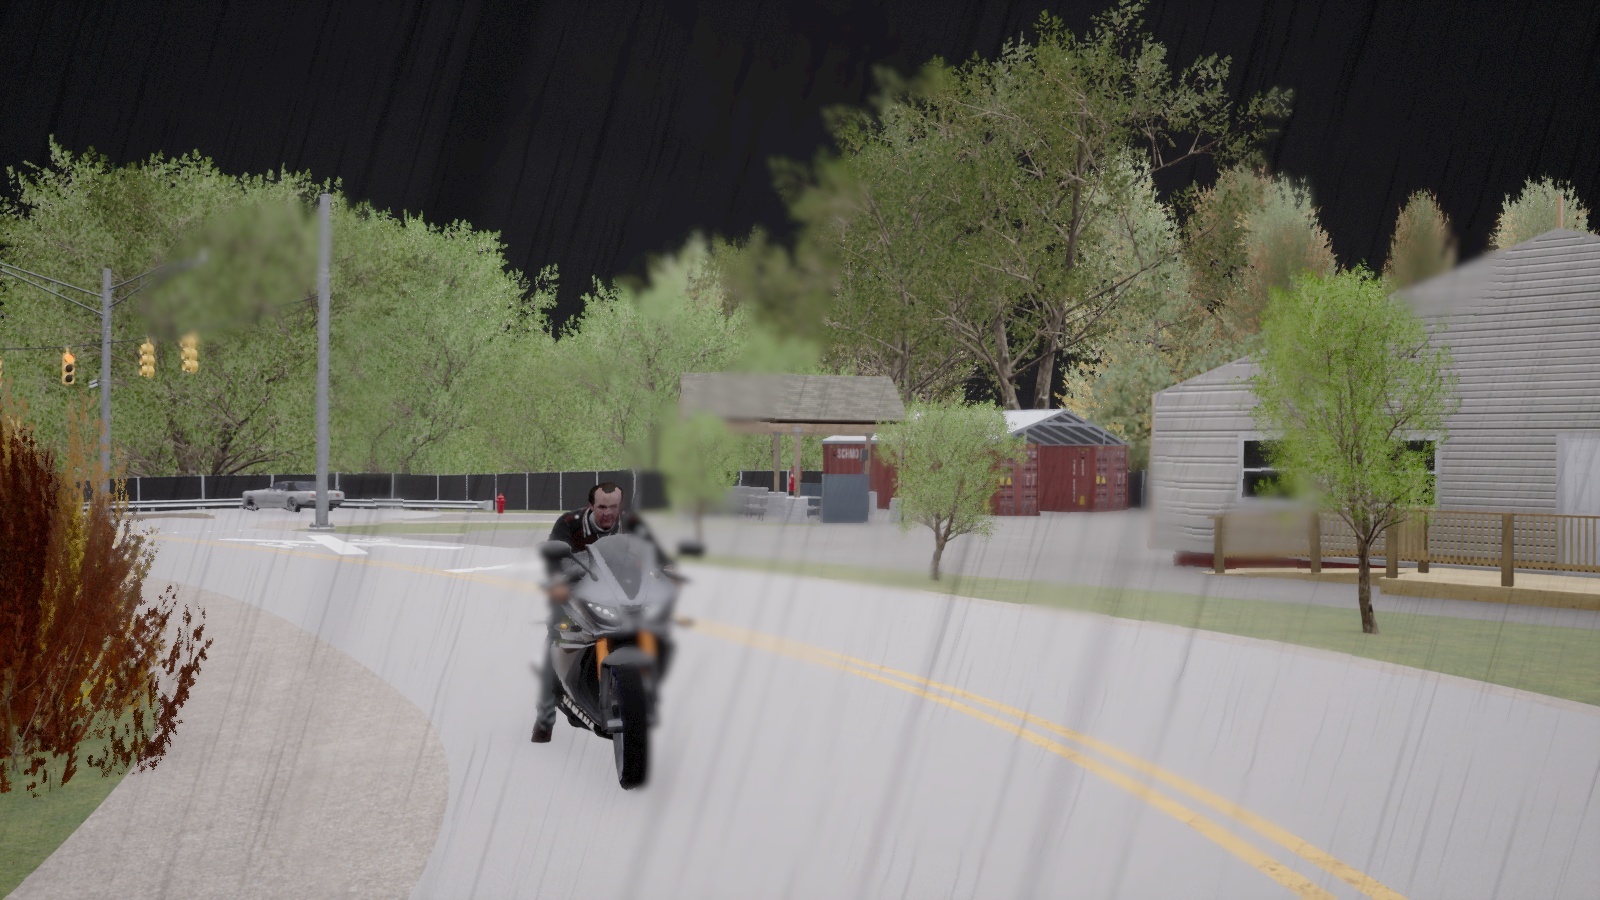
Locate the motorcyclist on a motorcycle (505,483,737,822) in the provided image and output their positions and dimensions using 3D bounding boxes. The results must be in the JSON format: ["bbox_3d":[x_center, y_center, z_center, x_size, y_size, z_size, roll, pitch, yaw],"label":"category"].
[{"bbox_3d":[-1.077,0.965,6.969,0.866,1.530,2.191,0,-1,-19],"label":"motorcyclist on a motorcycle"}]

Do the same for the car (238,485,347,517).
[{"bbox_3d":[-21.641,2.147,53.487,4.718,1.301,1.895,-1,-1,33],"label":"car"}]
